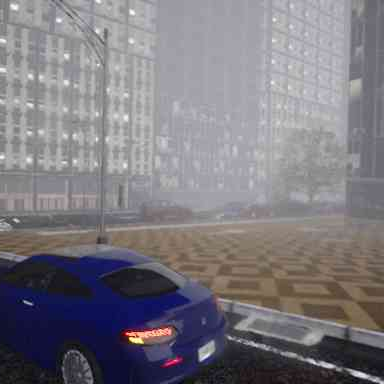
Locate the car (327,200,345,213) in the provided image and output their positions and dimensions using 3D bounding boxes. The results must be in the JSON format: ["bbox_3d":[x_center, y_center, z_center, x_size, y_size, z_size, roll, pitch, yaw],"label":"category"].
[{"bbox_3d":[21.012,2.133,45.544,4.313,1.339,1.947,1,1,-34],"label":"car"}]

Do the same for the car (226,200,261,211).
[{"bbox_3d":[7.068,1.797,45.548,4.829,1.417,1.752,1,1,-34],"label":"car"}]

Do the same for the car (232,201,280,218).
[{"bbox_3d":[6.977,1.976,35.940,4.507,1.381,1.887,1,1,-34],"label":"car"}]

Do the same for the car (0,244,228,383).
[{"bbox_3d":[-1.713,1.527,4.912,4.674,1.442,1.812,0,0,35],"label":"car"}]

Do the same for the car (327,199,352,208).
[{"bbox_3d":[25.922,2.021,58.449,4.313,1.339,1.947,1,1,-34],"label":"car"}]

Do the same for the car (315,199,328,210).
[{"bbox_3d":[18.600,1.876,50.329,4.902,1.511,2.128,1,1,-34],"label":"car"}]

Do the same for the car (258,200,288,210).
[{"bbox_3d":[11.887,1.884,48.846,4.313,1.339,1.947,1,1,-34],"label":"car"}]

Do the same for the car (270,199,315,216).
[{"bbox_3d":[11.661,1.791,39.137,5.009,1.841,2.192,1,1,-34],"label":"car"}]

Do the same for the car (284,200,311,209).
[{"bbox_3d":[16.565,1.946,52.047,4.206,1.307,1.802,1,1,-34],"label":"car"}]

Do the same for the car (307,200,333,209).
[{"bbox_3d":[21.244,1.975,55.248,4.313,1.339,1.947,1,1,-34],"label":"car"}]

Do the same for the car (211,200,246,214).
[{"bbox_3d":[4.456,1.822,40.769,4.674,1.442,1.812,1,1,-34],"label":"car"}]

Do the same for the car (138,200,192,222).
[{"bbox_3d":[-2.374,1.656,29.534,5.009,1.841,2.192,1,1,-34],"label":"car"}]

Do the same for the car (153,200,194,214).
[{"bbox_3d":[-2.149,1.733,39.242,4.403,1.369,2.008,1,1,-34],"label":"car"}]
